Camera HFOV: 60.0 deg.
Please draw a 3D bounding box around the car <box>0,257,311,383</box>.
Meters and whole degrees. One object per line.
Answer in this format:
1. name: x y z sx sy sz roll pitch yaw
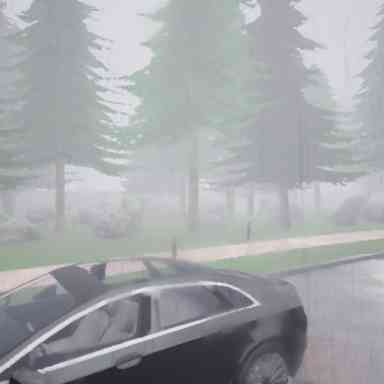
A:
1. car: -0.928 1.494 3.218 4.902 1.511 2.128 0 0 -34
